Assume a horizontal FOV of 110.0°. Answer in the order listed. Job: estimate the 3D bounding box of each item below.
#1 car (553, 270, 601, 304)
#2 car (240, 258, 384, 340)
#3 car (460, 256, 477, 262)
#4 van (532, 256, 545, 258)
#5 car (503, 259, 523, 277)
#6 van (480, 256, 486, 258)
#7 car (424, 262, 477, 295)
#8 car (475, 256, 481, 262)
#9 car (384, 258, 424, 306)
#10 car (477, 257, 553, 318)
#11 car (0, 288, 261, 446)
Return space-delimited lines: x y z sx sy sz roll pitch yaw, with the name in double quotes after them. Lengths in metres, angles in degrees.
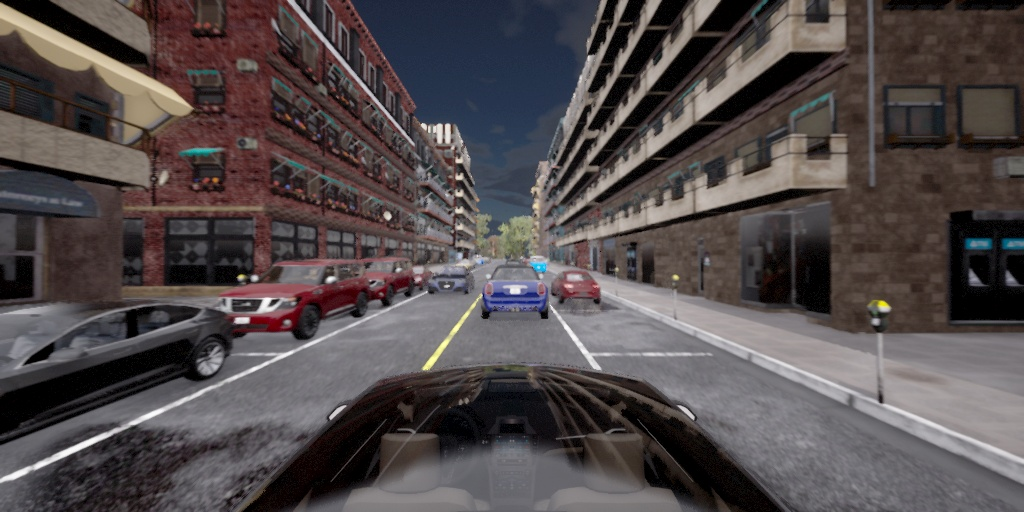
2.687 1.264 15.607 1.802 1.307 4.207 0 0 0 "car"
-5.692 1.024 10.073 2.192 1.841 5.009 0 0 0 "car"
-5.700 1.071 43.330 1.751 1.417 4.829 0 0 0 "car"
2.685 0.914 37.892 1.690 1.789 3.998 0 0 0 "van"
0.091 1.097 34.039 1.837 1.490 4.892 0 0 0 "car"
-5.705 0.805 60.214 1.690 1.789 3.998 0 0 0 "van"
-3.080 1.230 18.908 1.994 1.385 4.181 0 0 0 "car"
-5.702 1.084 49.071 1.948 1.339 4.313 0 0 0 "car"
-5.694 0.996 15.645 2.192 1.841 5.009 0 0 0 "car"
0.096 1.048 12.843 2.097 1.767 4.553 0 0 0 "car"
-5.691 1.302 4.503 1.948 1.339 4.313 0 0 0 "car"
